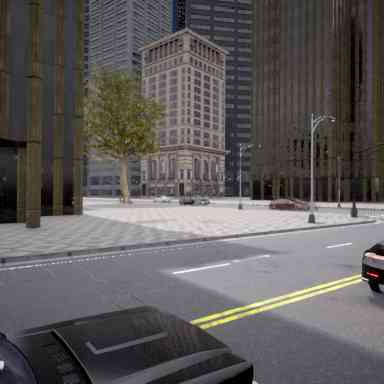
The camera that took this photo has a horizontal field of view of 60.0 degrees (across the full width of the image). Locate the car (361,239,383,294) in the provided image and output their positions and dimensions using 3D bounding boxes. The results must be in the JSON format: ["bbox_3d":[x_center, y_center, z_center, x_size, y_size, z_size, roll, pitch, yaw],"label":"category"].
[{"bbox_3d":[5.787,1.492,7.567,4.902,1.511,2.128,0,0,-35],"label":"car"}]

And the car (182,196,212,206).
[{"bbox_3d":[0.802,1.473,54.734,2.128,1.511,4.902,1,-1,-42],"label":"car"}]

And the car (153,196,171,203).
[{"bbox_3d":[-6.412,1.569,72.112,1.812,1.442,4.674,1,-1,-45],"label":"car"}]

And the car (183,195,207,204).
[{"bbox_3d":[0.548,1.398,64.926,2.097,1.767,4.553,1,-1,-43],"label":"car"}]

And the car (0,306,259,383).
[{"bbox_3d":[-1.733,1.601,2.205,4.718,1.301,1.895,0,0,-36],"label":"car"}]

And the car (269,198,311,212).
[{"bbox_3d":[10.868,1.479,37.738,1.812,1.442,4.674,1,0,-38],"label":"car"}]

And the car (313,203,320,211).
[{"bbox_3d":[13.083,1.511,40.161,1.812,1.442,4.674,1,0,-39],"label":"car"}]

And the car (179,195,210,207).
[{"bbox_3d":[0.089,1.441,50.629,2.128,1.511,4.902,1,-1,-42],"label":"car"}]
